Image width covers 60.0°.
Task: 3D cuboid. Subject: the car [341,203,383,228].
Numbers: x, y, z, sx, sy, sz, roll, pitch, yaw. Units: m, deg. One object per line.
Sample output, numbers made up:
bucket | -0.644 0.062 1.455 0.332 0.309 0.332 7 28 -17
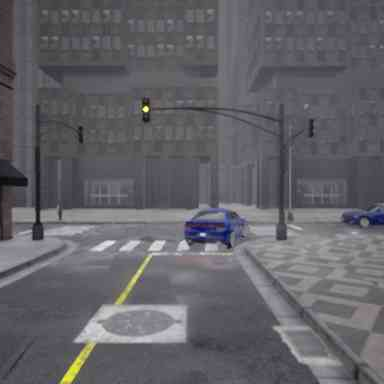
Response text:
car | 12.360 1.489 21.618 5.008 1.535 1.882 -1 0 1

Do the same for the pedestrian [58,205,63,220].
pedestrian | -9.849 1.568 24.888 0.500 1.100 0.500 0 0 1

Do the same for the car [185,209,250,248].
car | 1.256 1.497 15.184 1.882 1.535 5.008 -1 0 19
